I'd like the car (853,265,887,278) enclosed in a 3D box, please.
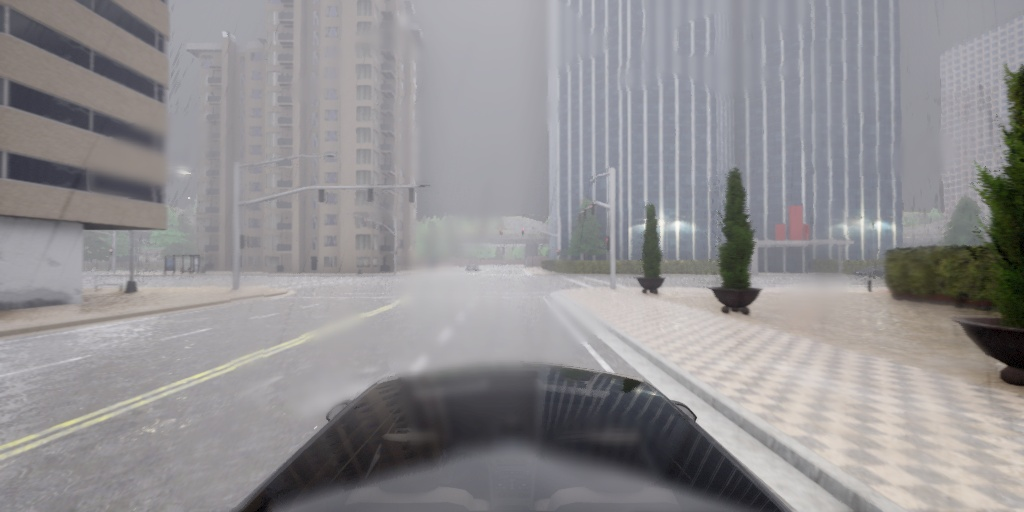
[{"bbox_3d":[41.907,1.757,40.936,4.902,1.511,2.128,0,-1,0],"label":"car"}]

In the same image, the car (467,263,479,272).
[{"bbox_3d":[-7.017,2.088,64.398,2.128,1.511,4.902,0,0,0],"label":"car"}]
